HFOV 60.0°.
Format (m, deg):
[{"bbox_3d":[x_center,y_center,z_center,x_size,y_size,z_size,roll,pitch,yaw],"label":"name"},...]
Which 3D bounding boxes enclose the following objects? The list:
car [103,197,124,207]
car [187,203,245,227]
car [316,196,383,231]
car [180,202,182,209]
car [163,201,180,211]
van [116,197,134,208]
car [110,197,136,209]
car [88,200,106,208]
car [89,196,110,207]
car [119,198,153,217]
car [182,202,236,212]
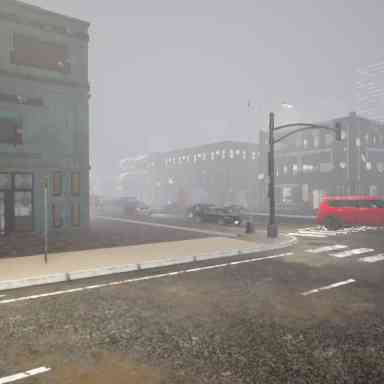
[{"bbox_3d":[-15.254,1.939,64.221,2.192,1.841,5.009,-1,0,-35],"label":"car"},{"bbox_3d":[1.894,1.814,25.425,1.947,1.339,4.313,-1,0,-35],"label":"car"},{"bbox_3d":[10.170,1.272,19.479,2.150,2.045,5.566,0,-2,-44],"label":"car"},{"bbox_3d":[0.784,1.903,41.663,1.802,1.307,4.206,-2,0,-35],"label":"car"},{"bbox_3d":[-2.421,1.966,46.174,1.802,1.307,4.206,-2,0,-35],"label":"car"},{"bbox_3d":[-12.047,1.906,59.709,1.690,1.788,3.998,-1,0,-35],"label":"van"},{"bbox_3d":[-10.658,1.750,53.300,2.150,2.045,5.566,-1,0,-36],"label":"car"},{"bbox_3d":[-18.294,2.268,64.053,1.895,1.301,4.718,-1,0,-36],"label":"car"},{"bbox_3d":[-15.436,1.479,54.666,2.150,2.045,5.566,-1,0,-35],"label":"car"},{"bbox_3d":[-6.048,1.846,36.806,1.967,1.590,4.097,-1,0,-35],"label":"car"},{"bbox_3d":[1.471,1.751,30.717,1.882,1.535,5.008,-1,0,-35],"label":"car"}]
